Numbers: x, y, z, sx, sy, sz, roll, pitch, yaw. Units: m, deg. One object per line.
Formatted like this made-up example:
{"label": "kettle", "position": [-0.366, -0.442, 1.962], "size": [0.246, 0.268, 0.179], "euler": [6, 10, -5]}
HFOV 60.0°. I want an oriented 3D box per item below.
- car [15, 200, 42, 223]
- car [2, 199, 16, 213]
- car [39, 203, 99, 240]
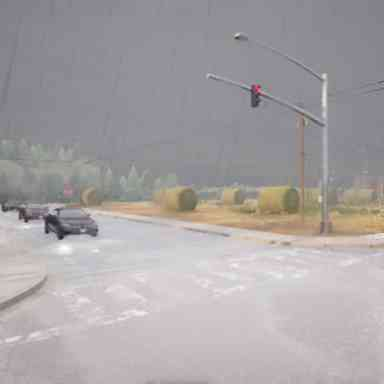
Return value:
{"label": "car", "position": [-12.271, 1.537, 25.966], "size": [1.812, 1.442, 4.674], "euler": [0, 0, -35]}
{"label": "car", "position": [-20.412, 1.558, 37.838], "size": [2.033, 1.411, 5.357], "euler": [0, 0, -34]}
{"label": "car", "position": [-6.406, 1.537, 17.416], "size": [1.812, 1.442, 4.674], "euler": [0, 0, -35]}
